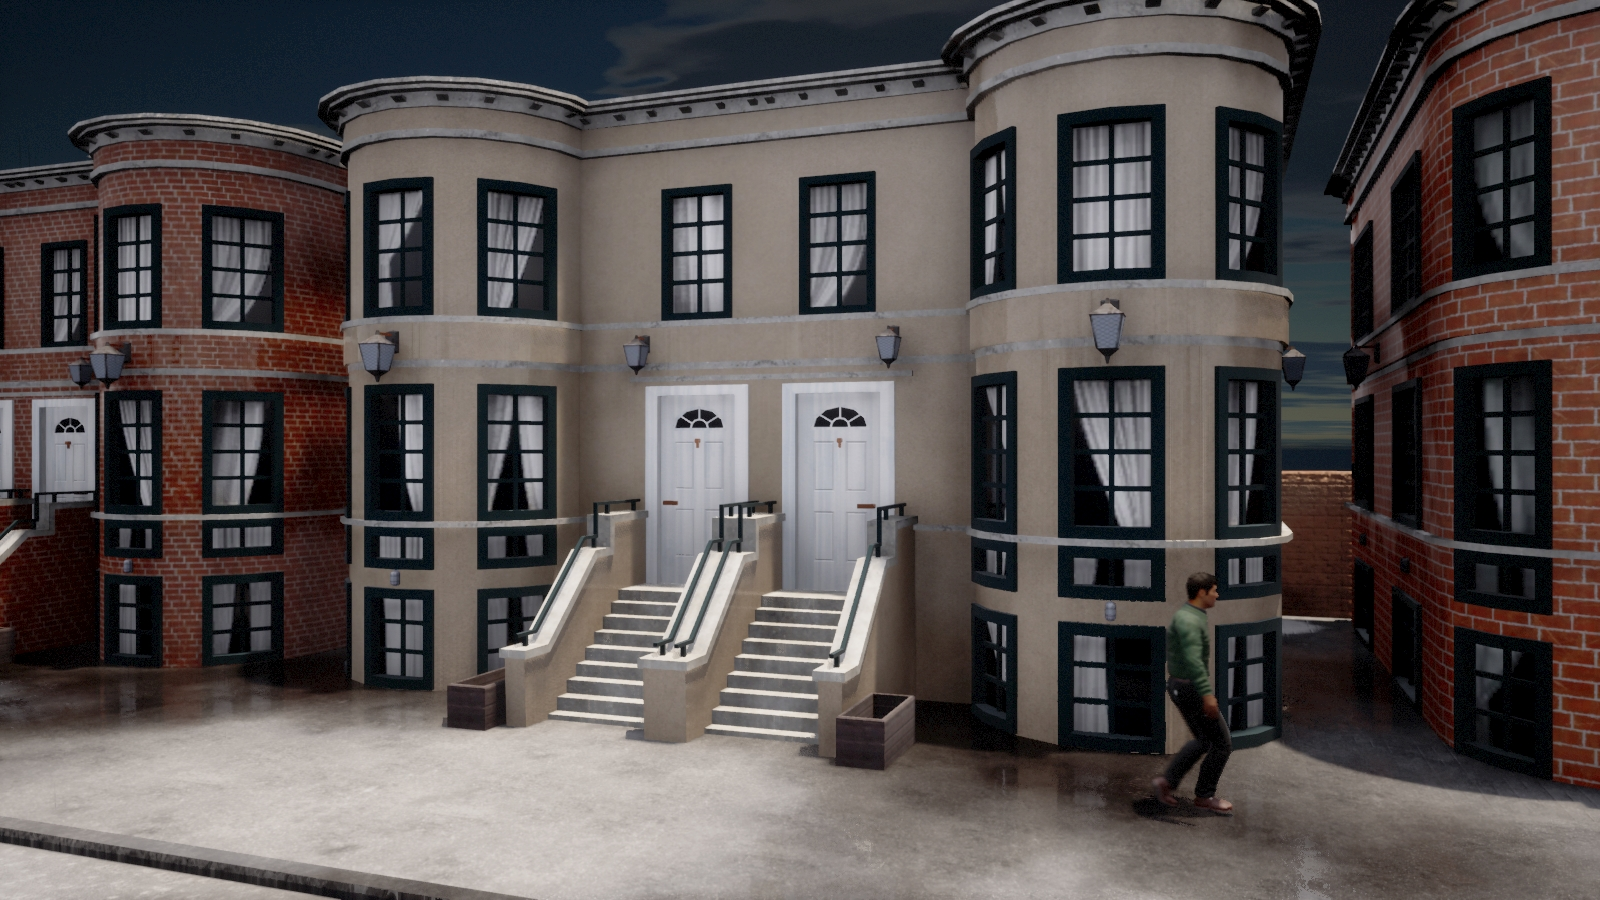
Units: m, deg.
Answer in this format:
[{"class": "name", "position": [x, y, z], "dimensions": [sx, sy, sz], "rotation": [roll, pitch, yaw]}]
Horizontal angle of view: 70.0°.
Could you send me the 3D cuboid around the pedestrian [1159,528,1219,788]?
[{"class": "pedestrian", "position": [2.895, 1.525, 8.516], "dimensions": [0.375, 1.860, 0.375], "rotation": [0, 0, 10]}]
